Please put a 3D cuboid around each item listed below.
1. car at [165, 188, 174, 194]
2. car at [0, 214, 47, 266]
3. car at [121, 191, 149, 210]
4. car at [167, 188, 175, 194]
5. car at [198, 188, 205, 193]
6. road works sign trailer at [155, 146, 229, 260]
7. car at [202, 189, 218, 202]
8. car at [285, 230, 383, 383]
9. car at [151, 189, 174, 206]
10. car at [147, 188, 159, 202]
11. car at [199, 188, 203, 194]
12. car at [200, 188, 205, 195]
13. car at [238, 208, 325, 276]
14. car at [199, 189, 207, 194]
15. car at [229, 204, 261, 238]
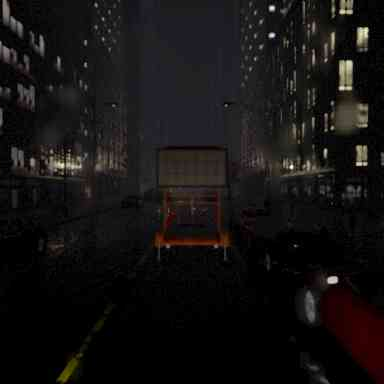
[{"bbox_3d":[-5.653,-0.262,83.256,1.967,1.590,4.097,1,1,0],"label":"car"},{"bbox_3d":[-5.682,1.367,9.489,2.008,1.369,4.403,0,1,0],"label":"car"},{"bbox_3d":[-5.673,0.914,32.188,1.887,1.381,4.507,0,1,0],"label":"car"},{"bbox_3d":[-5.652,-0.298,88.763,1.752,1.417,4.829,1,1,0],"label":"car"},{"bbox_3d":[2.731,-0.407,94.584,1.887,1.381,4.507,1,1,0],"label":"car"},{"bbox_3d":[0.003,0.244,11.370,2.380,3.560,2.880,0,1,0],"label":"road works sign trailer"},{"bbox_3d":[2.711,0.705,43.523,1.947,1.339,4.313,0,1,0],"label":"car"},{"bbox_3d":[2.696,1.470,3.806,1.887,1.381,4.507,0,1,0],"label":"car"},{"bbox_3d":[-3.082,0.745,37.961,2.128,1.511,4.902,0,1,0],"label":"car"},{"bbox_3d":[-5.668,0.579,43.536,1.967,1.590,4.097,0,1,0],"label":"car"},{"bbox_3d":[2.718,0.368,60.543,1.802,1.307,4.206,1,1,0],"label":"car"},{"bbox_3d":[2.715,0.487,54.870,1.802,1.307,4.206,1,1,0],"label":"car"},{"bbox_3d":[2.698,1.367,9.479,2.008,1.369,4.403,0,1,0],"label":"car"},{"bbox_3d":[2.726,-0.136,83.237,1.947,1.339,4.313,1,1,0],"label":"car"},{"bbox_3d":[2.701,1.229,15.324,1.752,1.417,4.829,0,1,0],"label":"car"}]
